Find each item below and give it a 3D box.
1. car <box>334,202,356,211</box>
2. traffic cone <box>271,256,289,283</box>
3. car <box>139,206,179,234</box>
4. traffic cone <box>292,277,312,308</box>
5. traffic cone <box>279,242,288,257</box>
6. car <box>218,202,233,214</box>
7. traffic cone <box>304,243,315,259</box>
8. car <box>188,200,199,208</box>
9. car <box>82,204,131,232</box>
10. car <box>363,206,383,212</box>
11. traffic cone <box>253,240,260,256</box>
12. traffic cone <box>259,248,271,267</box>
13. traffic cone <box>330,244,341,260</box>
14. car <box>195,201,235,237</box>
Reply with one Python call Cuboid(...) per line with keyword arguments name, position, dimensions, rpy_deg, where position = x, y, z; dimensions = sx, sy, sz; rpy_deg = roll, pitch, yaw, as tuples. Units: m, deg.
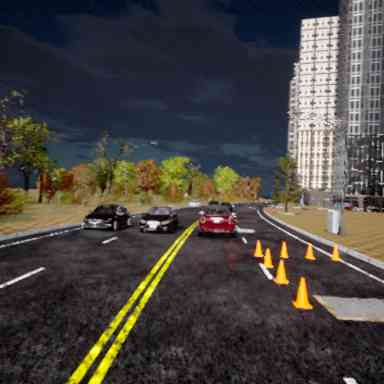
Cuboid(name="car", position=(36.127, 3.588, 77.641), dimensions=(4.097, 1.590, 1.967), rpy_deg=(2, 0, 17))
Cuboid(name="traffic cone", position=(2.452, 2.159, 9.132), dimensions=(0.340, 0.580, 0.340), rpy_deg=(2, -1, 2))
Cuboid(name="car", position=(-1.901, 1.646, 20.500), dimensions=(2.128, 1.511, 4.902), rpy_deg=(2, -1, 5))
Cuboid(name="traffic cone", position=(2.367, 2.133, 7.134), dimensions=(0.340, 0.580, 0.340), rpy_deg=(2, -1, 2))
Cuboid(name="traffic cone", position=(3.622, 2.251, 13.084), dimensions=(0.340, 0.580, 0.340), rpy_deg=(2, -1, 2))
Cuboid(name="car", position=(4.808, 2.206, 47.307), dimensions=(1.882, 1.535, 5.008), rpy_deg=(2, 0, 9))
Cuboid(name="traffic cone", position=(4.620, 2.290, 13.041), dimensions=(0.340, 0.580, 0.340), rpy_deg=(2, -1, 2))
Cuboid(name="car", position=(0.561, 2.236, 61.372), dimensions=(1.812, 1.442, 4.674), rpy_deg=(2, -1, 11))
Cuboid(name="car", position=(-5.143, 1.531, 20.720), dimensions=(1.837, 1.490, 4.892), rpy_deg=(2, -1, 5))
Cuboid(name="car", position=(41.582, 3.873, 76.047), dimensions=(4.313, 1.339, 1.947), rpy_deg=(2, 0, 17))
Cuboid(name="traffic cone", position=(2.624, 2.211, 13.128), dimensions=(0.340, 0.580, 0.340), rpy_deg=(2, -1, 2))
Cuboid(name="traffic cone", position=(2.538, 2.185, 11.130), dimensions=(0.340, 0.580, 0.340), rpy_deg=(2, -1, 2))
Cuboid(name="traffic cone", position=(5.618, 2.330, 12.998), dimensions=(0.340, 0.580, 0.340), rpy_deg=(2, -1, 2))
Cuboid(name="car", position=(1.543, 1.644, 20.342), dimensions=(2.097, 1.767, 4.553), rpy_deg=(2, -1, 5))
